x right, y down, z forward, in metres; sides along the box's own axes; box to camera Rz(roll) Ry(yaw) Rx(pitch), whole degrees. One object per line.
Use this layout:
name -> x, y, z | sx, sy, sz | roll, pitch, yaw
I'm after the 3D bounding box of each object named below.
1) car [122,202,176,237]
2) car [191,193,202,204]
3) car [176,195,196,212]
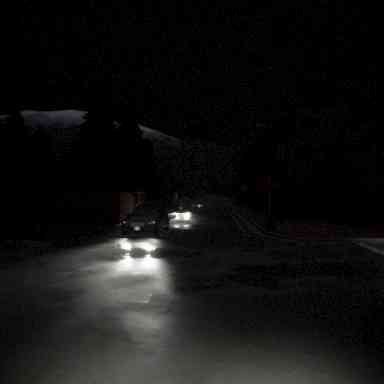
car -> -2.411, 1.488, 18.317 | 2.128, 1.511, 4.902 | 0, 0, 5
car -> 0.722, 1.189, 63.904 | 2.150, 2.045, 5.566 | 0, 0, 4
car -> -1.023, 1.483, 38.046 | 2.128, 1.511, 4.902 | 0, 0, 4
